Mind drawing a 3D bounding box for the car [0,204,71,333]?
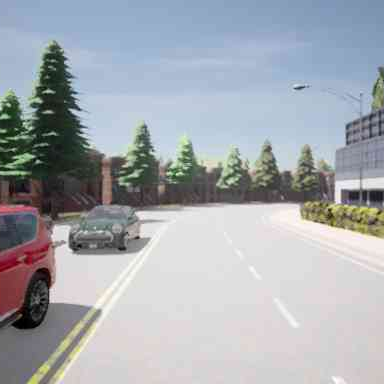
[{"bbox_3d":[-3.597,1.227,4.018,2.150,2.045,5.566,0,0,0],"label":"car"}]

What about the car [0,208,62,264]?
[{"bbox_3d":[-7.054,1.504,12.781,2.128,1.511,4.902,0,0,1],"label":"car"}]

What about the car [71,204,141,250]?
[{"bbox_3d":[-3.536,1.362,14.223,2.097,1.767,4.553,0,0,1],"label":"car"}]
